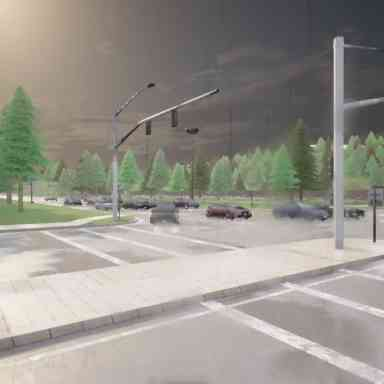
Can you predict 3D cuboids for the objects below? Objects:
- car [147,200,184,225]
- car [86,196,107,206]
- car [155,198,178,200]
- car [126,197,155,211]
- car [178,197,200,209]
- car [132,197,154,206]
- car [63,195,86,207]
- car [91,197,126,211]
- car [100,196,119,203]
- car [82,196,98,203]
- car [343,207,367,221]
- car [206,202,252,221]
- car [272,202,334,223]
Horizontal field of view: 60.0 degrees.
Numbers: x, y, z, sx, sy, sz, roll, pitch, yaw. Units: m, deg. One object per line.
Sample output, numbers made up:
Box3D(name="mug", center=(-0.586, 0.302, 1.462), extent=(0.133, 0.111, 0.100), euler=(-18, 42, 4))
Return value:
Box3D(name="car", center=(-1.859, 1.548, 24.575), extent=(2.033, 1.411, 5.357), euler=(0, 0, -1))
Box3D(name="car", center=(-15.676, 1.526, 54.300), extent=(1.812, 1.442, 4.674), euler=(0, 0, -35))
Box3D(name="car", center=(-4.131, 1.564, 43.913), extent=(1.994, 1.385, 4.181), euler=(0, 0, -35))
Box3D(name="car", center=(-7.119, 1.547, 42.077), extent=(2.033, 1.411, 5.357), euler=(0, 0, -35))
Box3D(name="car", center=(-0.919, 1.504, 45.428), extent=(1.837, 1.490, 4.892), euler=(0, 0, -35))
Box3D(name="car", center=(-8.320, 1.562, 56.000), extent=(1.994, 1.385, 4.181), euler=(0, 0, -35))
Box3D(name="car", center=(-19.098, 1.547, 53.080), extent=(2.033, 1.411, 5.357), euler=(0, 0, -35))
Box3D(name="car", center=(-10.164, 1.600, 40.323), extent=(1.895, 1.301, 4.718), euler=(0, 0, -35))
Box3D(name="car", center=(-17.026, 1.496, 68.564), extent=(2.033, 1.411, 5.357), euler=(0, 0, -35))
Box3D(name="car", center=(-20.851, 1.457, 67.923), extent=(1.994, 1.385, 4.181), euler=(0, 0, -35))
Box3D(name="car", center=(11.689, 1.601, 27.453), extent=(1.895, 1.301, 4.718), euler=(0, 0, -35))
Box3D(name="car", center=(3.024, 1.564, 27.617), extent=(1.994, 1.385, 4.181), euler=(0, 0, -35))
Box3D(name="car", center=(8.374, 1.526, 26.085), extent=(1.812, 1.442, 4.674), euler=(0, 0, -35))
